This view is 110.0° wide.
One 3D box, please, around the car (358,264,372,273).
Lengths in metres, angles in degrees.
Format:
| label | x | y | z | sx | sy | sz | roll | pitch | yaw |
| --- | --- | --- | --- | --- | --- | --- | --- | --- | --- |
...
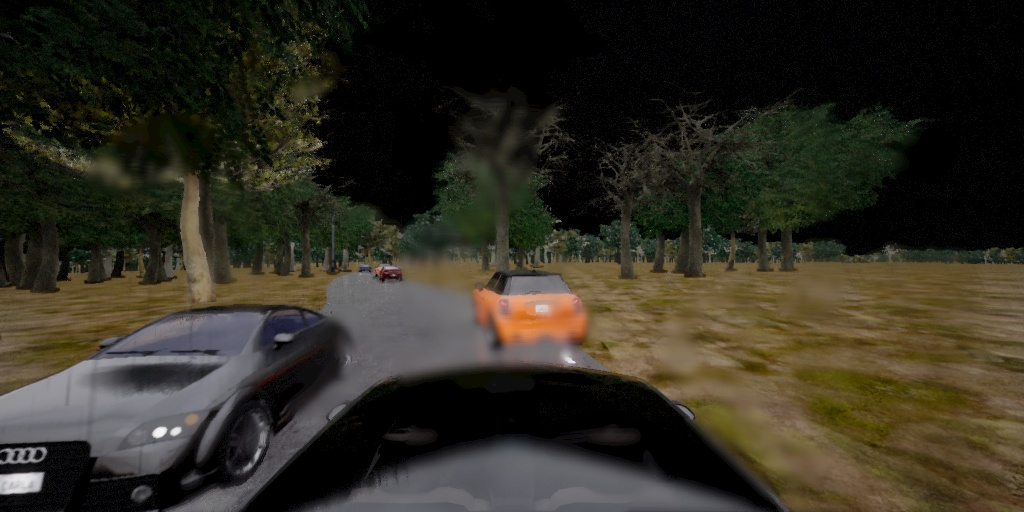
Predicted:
| label | x | y | z | sx | sy | sz | roll | pitch | yaw |
| --- | --- | --- | --- | --- | --- | --- | --- | --- | --- |
| car | -24.728 | 2.120 | 60.417 | 2.033 | 1.411 | 5.357 | 0 | -1 | -17 |

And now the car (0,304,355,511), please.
| label | x | y | z | sx | sy | sz | roll | pitch | yaw |
| --- | --- | --- | --- | --- | --- | --- | --- | --- | --- |
| car | -3.466 | 1.317 | 4.337 | 1.994 | 1.385 | 4.181 | 0 | 0 | -6 |

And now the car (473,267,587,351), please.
| label | x | y | z | sx | sy | sz | roll | pitch | yaw |
| --- | --- | --- | --- | --- | --- | --- | --- | --- | --- |
| car | 0.205 | 1.130 | 9.414 | 2.097 | 1.767 | 4.553 | 0 | 0 | -12 |

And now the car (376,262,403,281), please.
| label | x | y | z | sx | sy | sz | roll | pitch | yaw |
| --- | --- | --- | --- | --- | --- | --- | --- | --- | --- |
| car | -11.946 | 1.645 | 35.305 | 1.882 | 1.535 | 5.008 | 0 | -1 | -25 |
